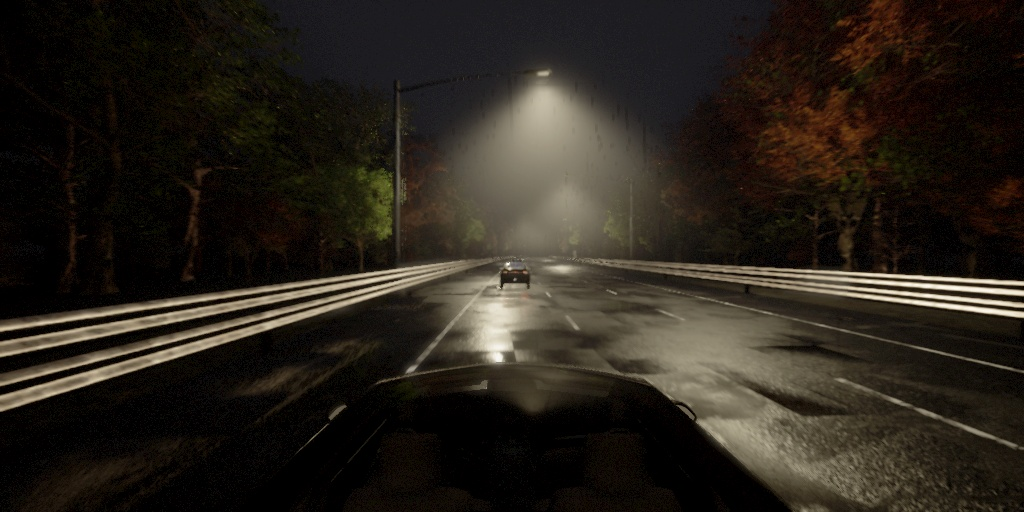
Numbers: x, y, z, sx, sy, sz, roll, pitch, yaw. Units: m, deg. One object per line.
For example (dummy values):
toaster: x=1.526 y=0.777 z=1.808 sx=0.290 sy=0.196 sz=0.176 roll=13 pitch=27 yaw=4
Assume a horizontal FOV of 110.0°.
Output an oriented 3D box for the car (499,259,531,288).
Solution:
car: x=0.204 y=1.144 z=22.931 sx=2.128 sy=1.511 sz=4.902 roll=0 pitch=0 yaw=1
